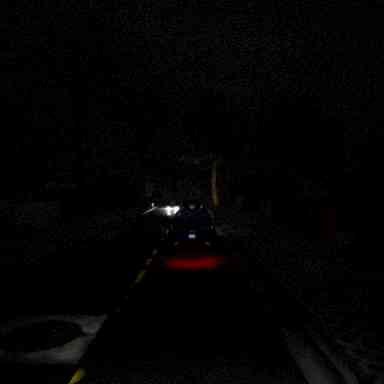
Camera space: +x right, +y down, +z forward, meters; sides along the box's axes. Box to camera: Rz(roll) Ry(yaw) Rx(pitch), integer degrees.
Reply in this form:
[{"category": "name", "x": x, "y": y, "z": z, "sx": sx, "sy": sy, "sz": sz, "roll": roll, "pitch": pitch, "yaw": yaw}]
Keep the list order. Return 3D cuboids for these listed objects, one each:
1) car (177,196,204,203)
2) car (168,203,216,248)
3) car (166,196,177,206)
[{"category": "car", "x": 0.000, "y": 1.278, "z": 29.617, "sx": 2.097, "sy": 1.767, "sz": 4.553, "roll": 0, "pitch": 0, "yaw": 0}, {"category": "car", "x": 0.000, "y": 1.464, "z": 14.650, "sx": 1.882, "sy": 1.535, "sz": 5.008, "roll": 0, "pitch": 0, "yaw": 0}, {"category": "car", "x": -2.750, "y": 1.285, "z": 49.646, "sx": 2.128, "sy": 1.511, "sz": 4.902, "roll": 0, "pitch": 0, "yaw": 0}]
